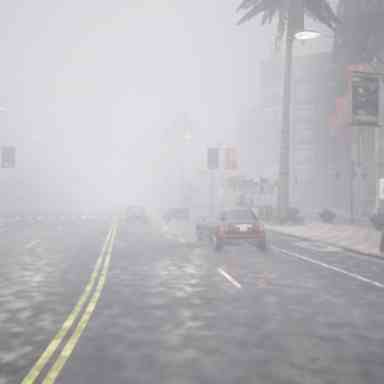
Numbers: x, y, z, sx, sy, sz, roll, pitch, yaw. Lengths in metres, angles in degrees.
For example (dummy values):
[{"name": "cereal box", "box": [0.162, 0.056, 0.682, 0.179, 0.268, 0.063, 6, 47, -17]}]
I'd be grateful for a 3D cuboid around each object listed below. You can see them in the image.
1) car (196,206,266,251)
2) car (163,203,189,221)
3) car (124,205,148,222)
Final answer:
[{"name": "car", "box": [1.582, 1.490, 15.043, 2.097, 1.767, 4.553, 0, -1, -12]}, {"name": "car", "box": [-1.520, 1.764, 30.117, 1.882, 1.535, 5.008, 0, 0, -11]}, {"name": "car", "box": [-4.856, 1.828, 28.933, 2.033, 1.411, 5.357, 0, -1, -12]}]
